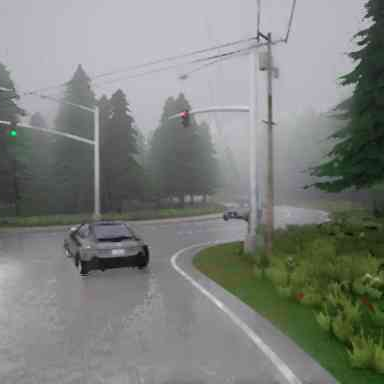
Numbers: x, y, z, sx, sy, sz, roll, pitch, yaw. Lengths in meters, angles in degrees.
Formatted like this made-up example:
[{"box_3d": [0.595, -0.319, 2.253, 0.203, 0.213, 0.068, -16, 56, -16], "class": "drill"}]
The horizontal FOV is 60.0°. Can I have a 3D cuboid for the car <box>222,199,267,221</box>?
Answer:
[{"box_3d": [4.030, 1.529, 26.172, 1.994, 1.385, 4.181, 0, 0, 32], "class": "car"}]

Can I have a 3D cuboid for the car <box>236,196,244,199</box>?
[{"box_3d": [9.672, 1.430, 61.511, 1.882, 1.535, 5.008, 0, 0, -25], "class": "car"}]

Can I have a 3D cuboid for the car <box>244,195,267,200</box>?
[{"box_3d": [8.919, 1.494, 45.571, 2.033, 1.411, 5.357, 0, 0, -1], "class": "car"}]

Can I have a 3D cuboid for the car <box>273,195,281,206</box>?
[{"box_3d": [12.170, 1.282, 52.032, 2.097, 1.767, 4.553, 0, 0, -5], "class": "car"}]

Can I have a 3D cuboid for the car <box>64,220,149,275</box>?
[{"box_3d": [-2.885, 1.587, 10.801, 1.994, 1.385, 4.181, 0, 0, -26], "class": "car"}]
